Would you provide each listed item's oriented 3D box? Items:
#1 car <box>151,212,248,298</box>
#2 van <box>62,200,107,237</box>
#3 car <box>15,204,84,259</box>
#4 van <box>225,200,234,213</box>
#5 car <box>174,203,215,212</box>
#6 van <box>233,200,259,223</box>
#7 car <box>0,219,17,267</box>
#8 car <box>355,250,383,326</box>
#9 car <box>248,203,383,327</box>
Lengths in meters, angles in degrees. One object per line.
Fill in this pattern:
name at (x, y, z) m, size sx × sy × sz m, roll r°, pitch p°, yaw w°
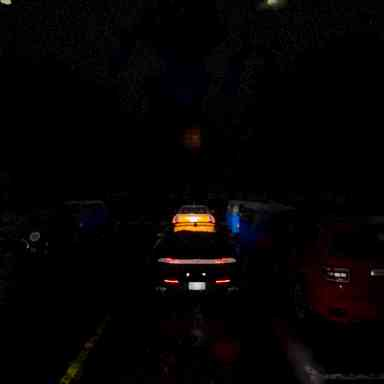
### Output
car at (0.094, 1.492, 8.471) m, size 2.128 × 1.511 × 4.902 m, roll 0°, pitch 0°, yaw 0°
van at (-5.783, 1.342, 17.814) m, size 1.690 × 1.788 × 3.998 m, roll 0°, pitch 0°, yaw 0°
car at (-5.776, 1.441, 12.376) m, size 1.967 × 1.590 × 4.097 m, roll 0°, pitch 0°, yaw 0°
van at (2.743, 1.342, 17.823) m, size 1.690 × 1.788 × 3.998 m, roll 0°, pitch 0°, yaw 0°
car at (0.120, 1.353, 17.520) m, size 2.097 × 1.767 × 4.553 m, roll 0°, pitch 0°, yaw 1°
van at (2.749, 1.342, 12.385) m, size 1.690 × 1.788 × 3.998 m, roll 0°, pitch 0°, yaw 0°
car at (-5.770, 1.525, 6.769) m, size 1.752 × 1.417 × 4.829 m, roll 0°, pitch 0°, yaw 0°
car at (2.761, 1.440, 1.510) m, size 1.967 × 1.590 × 4.097 m, roll 0°, pitch 0°, yaw 0°
car at (2.755, 1.315, 6.948) m, size 2.192 × 1.841 × 5.009 m, roll 0°, pitch 0°, yaw 0°
